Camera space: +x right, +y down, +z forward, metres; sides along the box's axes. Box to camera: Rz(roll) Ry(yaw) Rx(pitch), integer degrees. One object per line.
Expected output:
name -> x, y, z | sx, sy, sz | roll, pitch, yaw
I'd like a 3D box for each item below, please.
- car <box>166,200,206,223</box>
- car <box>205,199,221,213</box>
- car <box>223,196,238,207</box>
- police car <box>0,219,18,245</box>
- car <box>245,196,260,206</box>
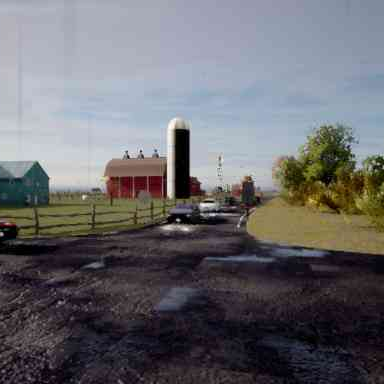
car -> -0.487, 1.536, 25.481 | 2.033, 1.411, 5.357 | 0, 0, 10
car -> 1.956, 1.511, 36.946 | 1.812, 1.442, 4.674 | 0, 1, 14
car -> 6.059, 1.488, 52.264 | 1.837, 1.490, 4.892 | 0, 0, 16
police car -> -9.878, 1.506, 13.680 | 4.974, 1.542, 2.038 | 0, 1, 14
car -> 10.090, 1.517, 56.339 | 1.812, 1.442, 4.674 | 0, 0, 15
